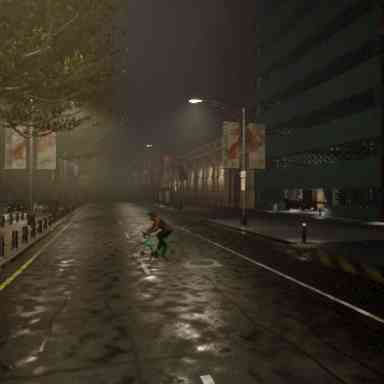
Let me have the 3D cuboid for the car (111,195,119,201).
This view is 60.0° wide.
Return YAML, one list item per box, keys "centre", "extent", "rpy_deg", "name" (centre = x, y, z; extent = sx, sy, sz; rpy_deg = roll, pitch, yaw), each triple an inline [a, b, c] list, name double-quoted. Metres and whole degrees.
- centre: [-19.789, 1.478, 85.467]
  extent: [1.882, 1.535, 5.008]
  rpy_deg: [0, 0, -15]
  name: "car"

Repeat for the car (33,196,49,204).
- centre: [-30.458, 1.540, 67.293]
  extent: [2.033, 1.411, 5.357]
  rpy_deg: [0, 0, -15]
  name: "car"

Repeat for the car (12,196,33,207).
- centre: [-26.544, 1.477, 52.339]
  extent: [1.882, 1.535, 5.008]
  rpy_deg: [0, 0, -15]
  name: "car"

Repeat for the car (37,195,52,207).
- centre: [-22.951, 1.564, 52.436]
  extent: [1.994, 1.385, 4.181]
  rpy_deg: [0, 0, -15]
  name: "car"

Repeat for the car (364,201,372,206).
- centre: [23.954, 1.463, 41.554]
  extent: [1.895, 1.301, 4.718]
  rpy_deg: [0, 0, -15]
  name: "car"

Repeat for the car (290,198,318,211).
- centre: [12.642, 1.413, 38.946]
  extent: [2.161, 1.482, 4.786]
  rpy_deg: [0, 0, -15]
  name: "car"

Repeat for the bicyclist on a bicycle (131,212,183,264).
- centre: [-1.084, 1.452, 10.503]
  extent: [1.656, 1.620, 0.582]
  rpy_deg: [0, 0, -15]
  name: "bicyclist on a bicycle"

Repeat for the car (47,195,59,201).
- centre: [-34.512, 1.538, 82.460]
  extent: [2.033, 1.411, 5.357]
  rpy_deg: [0, 0, -15]
  name: "car"

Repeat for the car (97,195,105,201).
- centre: [-23.418, 1.500, 85.488]
  extent: [1.837, 1.490, 4.892]
  rpy_deg: [0, 0, -15]
  name: "car"

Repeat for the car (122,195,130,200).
- centre: [-18.375, 1.595, 92.758]
  extent: [1.895, 1.301, 4.718]
  rpy_deg: [0, 0, -15]
  name: "car"

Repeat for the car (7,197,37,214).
- centre: [-18.623, 1.505, 36.185]
  extent: [1.837, 1.490, 4.892]
  rpy_deg: [0, 0, -15]
  name: "car"

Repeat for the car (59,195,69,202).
- centre: [-26.831, 1.355, 67.278]
  extent: [2.097, 1.767, 4.553]
  rpy_deg: [0, 0, -15]
  name: "car"
